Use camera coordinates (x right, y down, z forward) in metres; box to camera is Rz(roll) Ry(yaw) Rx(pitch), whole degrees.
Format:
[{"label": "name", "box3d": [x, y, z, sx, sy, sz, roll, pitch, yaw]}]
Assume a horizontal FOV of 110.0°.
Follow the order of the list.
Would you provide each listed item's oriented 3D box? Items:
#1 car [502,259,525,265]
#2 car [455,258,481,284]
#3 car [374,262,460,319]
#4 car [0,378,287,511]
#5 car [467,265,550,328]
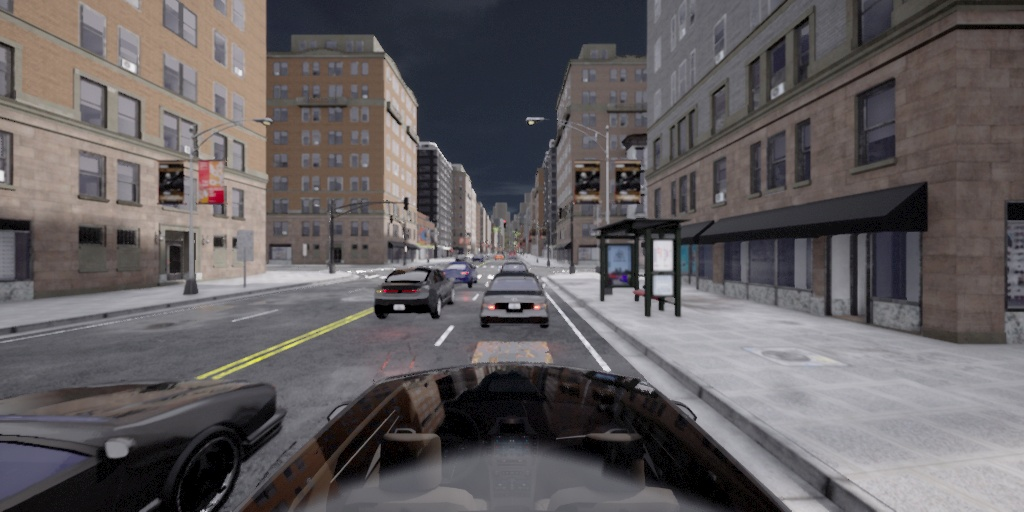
[{"label": "car", "box3d": [0.120, 1.067, 20.940, 2.033, 1.411, 5.357, 0, 1, 0]}, {"label": "car", "box3d": [-3.122, 1.041, 21.265, 1.812, 1.442, 4.674, 0, 1, 0]}, {"label": "car", "box3d": [-3.122, 1.128, 12.226, 1.837, 1.490, 4.892, 0, 1, -1]}, {"label": "car", "box3d": [-3.156, 1.306, 1.017, 2.033, 1.411, 5.357, 0, 1, 1]}, {"label": "car", "box3d": [0.095, 1.187, 10.884, 2.033, 1.411, 5.357, 0, 1, 1]}]
